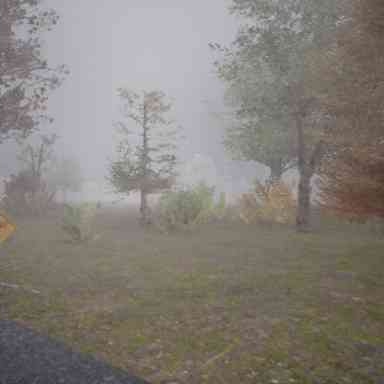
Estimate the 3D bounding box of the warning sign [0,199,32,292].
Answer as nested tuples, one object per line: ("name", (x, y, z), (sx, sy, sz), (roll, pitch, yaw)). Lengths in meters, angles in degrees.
("warning sign", (-4.363, 1.094, 7.072), (1.060, 1.860, 1.300), (2, 0, 35))
